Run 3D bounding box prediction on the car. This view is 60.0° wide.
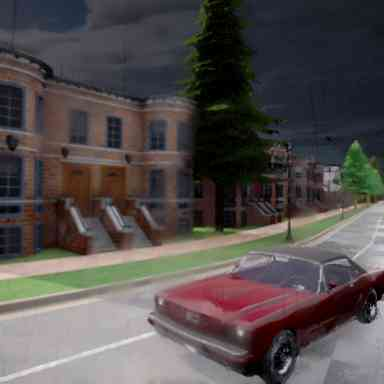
[{"bbox_3d":[1.612,1.691,5.696,4.718,1.301,1.895,1,-1,-43],"label":"car"}]
